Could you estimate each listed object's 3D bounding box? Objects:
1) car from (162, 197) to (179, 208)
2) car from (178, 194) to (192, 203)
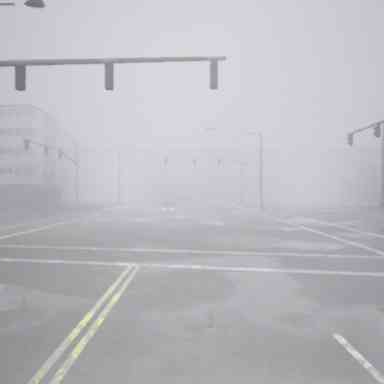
[{"bbox_3d":[-3.501,1.735,50.951,1.994,1.385,4.181,0,0,0],"label":"car"},{"bbox_3d":[-1.743,1.453,75.348,2.150,2.045,5.566,0,0,19],"label":"car"}]
